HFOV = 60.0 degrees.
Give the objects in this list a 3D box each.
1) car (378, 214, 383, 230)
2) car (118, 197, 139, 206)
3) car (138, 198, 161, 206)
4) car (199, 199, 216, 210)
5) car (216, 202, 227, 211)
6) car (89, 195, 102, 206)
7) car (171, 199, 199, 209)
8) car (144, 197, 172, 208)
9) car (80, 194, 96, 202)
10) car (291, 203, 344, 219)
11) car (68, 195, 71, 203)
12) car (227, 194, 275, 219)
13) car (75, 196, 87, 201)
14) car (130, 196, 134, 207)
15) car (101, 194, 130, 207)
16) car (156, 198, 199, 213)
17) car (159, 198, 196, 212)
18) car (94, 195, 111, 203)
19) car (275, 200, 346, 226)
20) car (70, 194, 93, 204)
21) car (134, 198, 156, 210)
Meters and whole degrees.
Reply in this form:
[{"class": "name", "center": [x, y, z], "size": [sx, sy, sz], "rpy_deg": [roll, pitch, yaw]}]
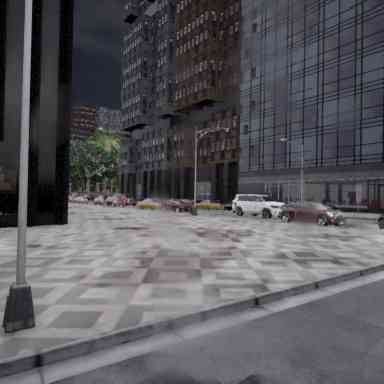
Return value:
[{"class": "car", "center": [12.288, 1.531, 18.024], "size": [1.994, 1.385, 4.181], "rpy_deg": [1, -1, -14]}, {"class": "car", "center": [-11.301, 1.625, 58.687], "size": [1.812, 1.442, 4.674], "rpy_deg": [2, -1, -36]}, {"class": "car", "center": [-7.432, 1.722, 58.019], "size": [2.008, 1.369, 4.403], "rpy_deg": [2, -1, -36]}, {"class": "car", "center": [2.032, 1.690, 44.759], "size": [1.752, 1.417, 4.829], "rpy_deg": [2, -1, -36]}, {"class": "car", "center": [5.317, 1.727, 40.153], "size": [1.947, 1.339, 4.313], "rpy_deg": [2, -1, -36]}, {"class": "car", "center": [-14.375, 1.530, 53.074], "size": [1.802, 1.307, 4.206], "rpy_deg": [2, -1, -36]}, {"class": "car", "center": [-1.057, 1.719, 49.086], "size": [2.008, 1.369, 4.403], "rpy_deg": [2, -1, -36]}, {"class": "car", "center": [-5.223, 1.590, 50.243], "size": [2.128, 1.511, 4.902], "rpy_deg": [2, -1, -35]}, {"class": "car", "center": [-26.551, 1.485, 84.818], "size": [2.192, 1.841, 5.009], "rpy_deg": [2, -1, -36]}, {"class": "car", "center": [11.692, 1.721, 31.222], "size": [1.947, 1.339, 4.313], "rpy_deg": [2, -1, -36]}, {"class": "car", "center": [-23.935, 1.387, 66.477], "size": [1.967, 1.590, 4.097], "rpy_deg": [2, -1, -36]}, {"class": "car", "center": [5.945, 1.221, 29.207], "size": [2.150, 2.045, 5.566], "rpy_deg": [2, -1, -35]}, {"class": "car", "center": [-29.842, 1.695, 89.420], "size": [1.752, 1.417, 4.829], "rpy_deg": [2, -1, -36]}, {"class": "car", "center": [-10.815, 1.331, 52.853], "size": [2.150, 2.045, 5.566], "rpy_deg": [2, -1, -35]}, {"class": "car", "center": [-11.184, 1.387, 48.609], "size": [1.967, 1.590, 4.097], "rpy_deg": [2, -1, -36]}, {"class": "car", "center": [-1.622, 1.482, 35.207], "size": [1.887, 1.381, 4.507], "rpy_deg": [2, -1, -36]}, {"class": "car", "center": [-1.830, 1.503, 40.099], "size": [2.128, 1.511, 4.902], "rpy_deg": [2, -1, -35]}, {"class": "car", "center": [-20.354, 1.514, 75.487], "size": [2.097, 1.767, 4.553], "rpy_deg": [2, -1, -36]}, {"class": "car", "center": [7.926, 1.368, 21.834], "size": [1.967, 1.590, 4.097], "rpy_deg": [2, -1, -37]}, {"class": "car", "center": [-20.650, 1.473, 61.870], "size": [1.752, 1.417, 4.829], "rpy_deg": [2, -1, -36]}, {"class": "car", "center": [-4.711, 1.466, 39.535], "size": [1.752, 1.417, 4.829], "rpy_deg": [2, -1, -36]}]
